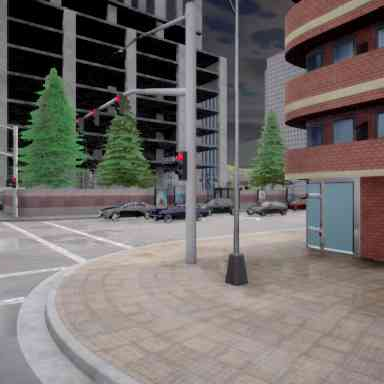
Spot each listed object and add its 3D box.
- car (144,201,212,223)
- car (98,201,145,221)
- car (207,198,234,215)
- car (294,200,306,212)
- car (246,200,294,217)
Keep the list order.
[{"bbox_3d":[-1.018,1.656,26.340,4.718,1.301,1.895,0,0,-35],"label":"car"},{"bbox_3d":[-5.279,1.547,27.618,4.902,1.511,2.128,0,0,-35],"label":"car"},{"bbox_3d":[2.213,1.407,32.903,4.553,1.767,2.097,0,0,-35],"label":"car"},{"bbox_3d":[12.823,1.656,40.386,4.718,1.301,1.895,0,0,-35],"label":"car"},{"bbox_3d":[7.370,1.581,32.252,4.674,1.442,1.812,0,0,-35],"label":"car"}]
